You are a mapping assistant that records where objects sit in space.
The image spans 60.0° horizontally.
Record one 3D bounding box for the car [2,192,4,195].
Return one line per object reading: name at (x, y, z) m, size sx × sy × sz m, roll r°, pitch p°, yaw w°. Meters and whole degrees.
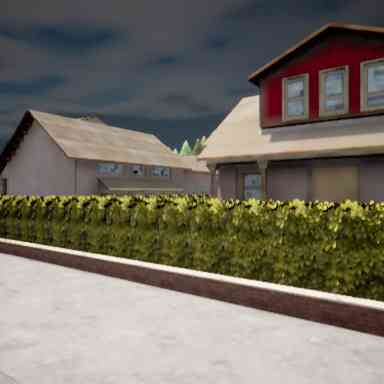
car at (-42.144, 0.944, 76.312) m, size 3.866 × 1.878 × 1.905 m, roll 0°, pitch 0°, yaw 36°
